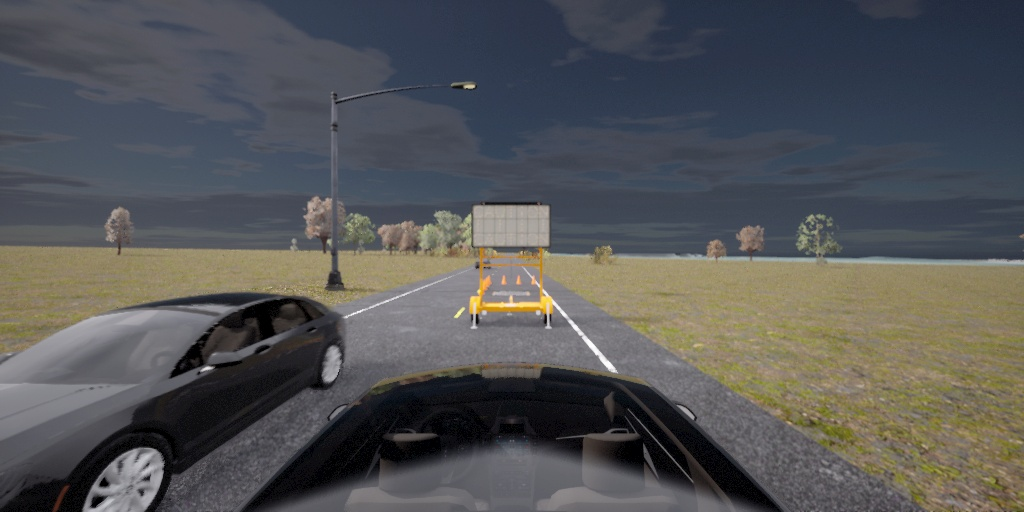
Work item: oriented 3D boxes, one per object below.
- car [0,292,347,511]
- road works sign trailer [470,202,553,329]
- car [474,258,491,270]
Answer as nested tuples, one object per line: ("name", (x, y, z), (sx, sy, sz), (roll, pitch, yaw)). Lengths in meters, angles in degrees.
("car", (-3.605, 1.240, 3.985), (1.837, 1.490, 4.892), (0, 0, 0))
("road works sign trailer", (-0.022, 0.153, 11.033), (2.380, 3.560, 2.880), (0, 0, 0))
("car", (-3.699, 1.009, 45.860), (2.033, 1.411, 5.357), (0, 0, 0))
